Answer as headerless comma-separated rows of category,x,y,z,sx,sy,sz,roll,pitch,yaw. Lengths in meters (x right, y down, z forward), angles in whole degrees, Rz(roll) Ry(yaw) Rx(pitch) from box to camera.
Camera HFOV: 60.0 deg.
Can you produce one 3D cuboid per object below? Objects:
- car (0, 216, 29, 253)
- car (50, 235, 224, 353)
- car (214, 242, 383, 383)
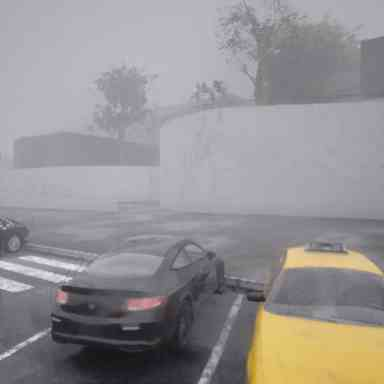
car,-7.888,1.529,11.438,2.231,1.521,4.892,0,-1,15
car,-0.618,1.539,6.234,2.002,1.452,4.674,0,-1,16
car,1.765,1.488,4.326,1.946,1.575,5.366,0,-1,16
